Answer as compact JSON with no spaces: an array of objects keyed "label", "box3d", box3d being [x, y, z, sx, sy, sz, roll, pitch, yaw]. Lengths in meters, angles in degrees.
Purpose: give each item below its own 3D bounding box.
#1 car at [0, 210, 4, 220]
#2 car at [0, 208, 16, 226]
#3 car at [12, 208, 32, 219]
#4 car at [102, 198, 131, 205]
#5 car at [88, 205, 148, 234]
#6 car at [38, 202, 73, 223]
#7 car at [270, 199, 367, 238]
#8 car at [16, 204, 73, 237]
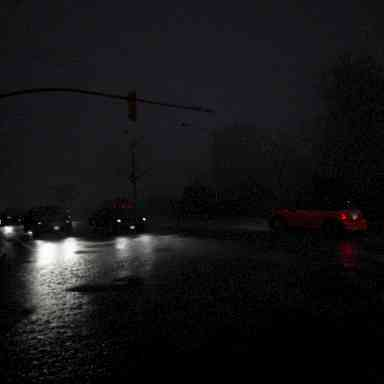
[{"label":"car","box3d":[-27.387,3.219,46.063,1.895,1.301,4.718,-1,-2,-35]},{"label":"car","box3d":[-15.027,2.054,28.335,1.812,1.442,4.674,-1,-2,-35]},{"label":"car","box3d":[-24.859,3.125,48.560,1.837,1.490,4.892,-1,-3,-35]},{"label":"car","box3d":[-8.835,1.824,37.945,2.150,2.045,5.566,-1,-2,-35]},{"label":"car","box3d":[-4.414,1.608,19.353,1.895,1.301,4.718,-1,-1,-36]},{"label":"car","box3d":[-13.040,1.907,31.591,2.097,1.767,4.553,-1,-2,-35]},{"label":"car","box3d":[6.113,1.153,16.712,2.097,1.767,4.553,-1,0,-35]},{"label":"car","box3d":[-8.119,1.578,18.517,2.128,1.511,4.902,-1,-1,-35]}]
